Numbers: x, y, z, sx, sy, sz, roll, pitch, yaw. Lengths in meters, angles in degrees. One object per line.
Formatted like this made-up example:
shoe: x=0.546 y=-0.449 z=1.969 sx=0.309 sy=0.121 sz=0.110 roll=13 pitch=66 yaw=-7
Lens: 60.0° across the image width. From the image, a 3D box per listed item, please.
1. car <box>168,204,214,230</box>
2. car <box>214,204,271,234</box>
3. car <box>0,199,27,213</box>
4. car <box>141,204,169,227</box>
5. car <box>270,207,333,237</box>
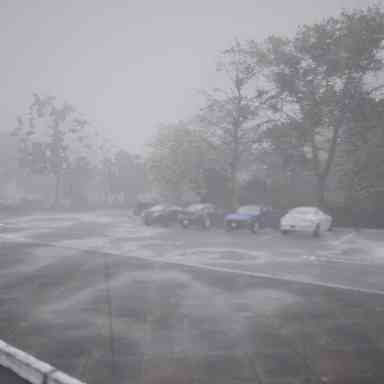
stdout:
car: x=1.019 y=1.527 z=21.800 sx=2.231 sy=1.521 sz=4.892 roll=0 pitch=0 yaw=35
car: x=3.690 y=1.506 z=19.909 sx=2.097 sy=1.535 sz=5.008 roll=0 pitch=0 yaw=35
car: x=-21.442 y=1.564 z=37.861 sx=2.185 sy=1.767 sz=4.553 roll=0 pitch=0 yaw=35
car: x=-1.647 y=1.585 z=23.704 sx=2.002 sy=1.452 sz=4.674 roll=0 pitch=0 yaw=36
car: x=6.250 y=1.528 z=18.074 sx=2.002 sy=1.452 sz=4.674 roll=0 pitch=0 yaw=35
